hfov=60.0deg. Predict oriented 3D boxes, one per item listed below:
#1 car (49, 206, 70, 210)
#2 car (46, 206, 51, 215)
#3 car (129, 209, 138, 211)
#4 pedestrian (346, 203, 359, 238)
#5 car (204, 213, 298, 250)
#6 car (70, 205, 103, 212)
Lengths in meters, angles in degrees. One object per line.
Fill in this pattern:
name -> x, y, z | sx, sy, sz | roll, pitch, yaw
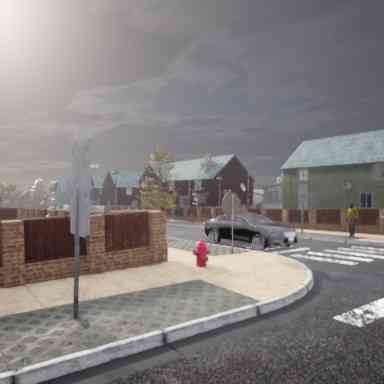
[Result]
car -> -15.778, 2.715, 40.932 | 1.895, 1.301, 4.718 | 1, -2, -35
car -> -23.619, 3.166, 56.776 | 1.837, 1.490, 4.892 | 1, -2, -36
car -> -4.041, 2.045, 24.600 | 2.128, 1.511, 4.902 | 1, -3, -36
pedestrian -> 8.367, 1.452, 17.427 | 0.375, 1.860, 0.375 | -1, 0, -36
car -> 2.585, 1.736, 15.570 | 2.128, 1.511, 4.902 | 2, -2, -37
car -> -10.094, 2.193, 33.013 | 2.097, 1.767, 4.553 | 1, -2, -36
